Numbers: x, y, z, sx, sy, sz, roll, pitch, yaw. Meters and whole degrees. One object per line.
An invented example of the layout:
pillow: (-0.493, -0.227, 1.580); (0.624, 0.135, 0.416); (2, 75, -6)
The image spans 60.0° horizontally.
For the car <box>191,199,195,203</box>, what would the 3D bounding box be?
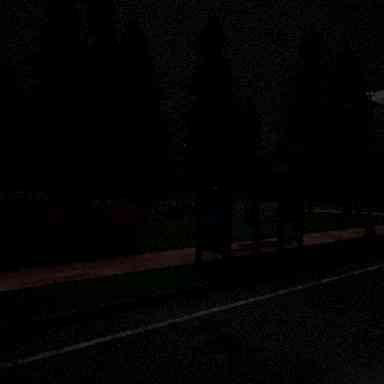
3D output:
car: (-0.284, 1.586, 64.920); (2.033, 1.411, 5.357); (0, 0, -43)

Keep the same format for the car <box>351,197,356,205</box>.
car: (25.780, 1.159, 51.767); (3.866, 1.878, 1.905); (0, 0, -37)

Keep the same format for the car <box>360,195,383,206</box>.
car: (27.598, 1.158, 49.987); (4.605, 1.855, 1.932); (0, 0, -37)
